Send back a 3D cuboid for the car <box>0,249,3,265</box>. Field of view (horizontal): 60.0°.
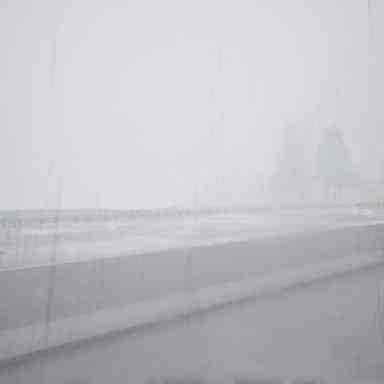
[{"bbox_3d":[-7.018,1.529,7.587,4.674,1.442,1.812,0,0,-35],"label":"car"}]

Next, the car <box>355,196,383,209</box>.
[{"bbox_3d":[22.204,1.292,41.266,5.008,1.535,1.882,0,0,-35],"label":"car"}]
